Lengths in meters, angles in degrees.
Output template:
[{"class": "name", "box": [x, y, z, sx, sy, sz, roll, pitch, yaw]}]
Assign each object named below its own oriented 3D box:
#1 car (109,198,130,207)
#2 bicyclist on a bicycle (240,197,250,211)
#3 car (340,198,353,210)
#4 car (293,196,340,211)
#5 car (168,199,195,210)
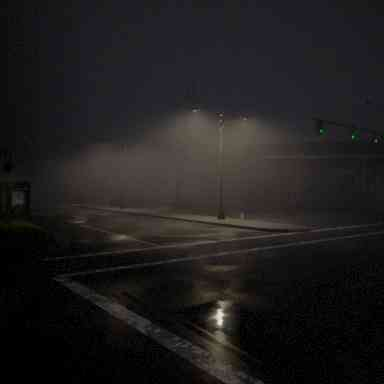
[{"class": "car", "box": [-11.125, 1.564, 50.712, 1.994, 1.385, 4.181, 0, 0, -35]}, {"class": "bicyclist on a bicycle", "box": [6.289, 1.430, 39.750, 1.656, 1.620, 0.582, -6, -7, -37]}, {"class": "car", "box": [18.130, 1.456, 42.039, 1.970, 1.475, 3.806, 0, 0, -35]}, {"class": "car", "box": [13.867, 1.295, 38.113, 2.242, 1.667, 4.611, 0, 0, -35]}, {"class": "car", "box": [-1.387, 1.564, 43.108, 1.994, 1.385, 4.181, 0, 0, -35]}]
